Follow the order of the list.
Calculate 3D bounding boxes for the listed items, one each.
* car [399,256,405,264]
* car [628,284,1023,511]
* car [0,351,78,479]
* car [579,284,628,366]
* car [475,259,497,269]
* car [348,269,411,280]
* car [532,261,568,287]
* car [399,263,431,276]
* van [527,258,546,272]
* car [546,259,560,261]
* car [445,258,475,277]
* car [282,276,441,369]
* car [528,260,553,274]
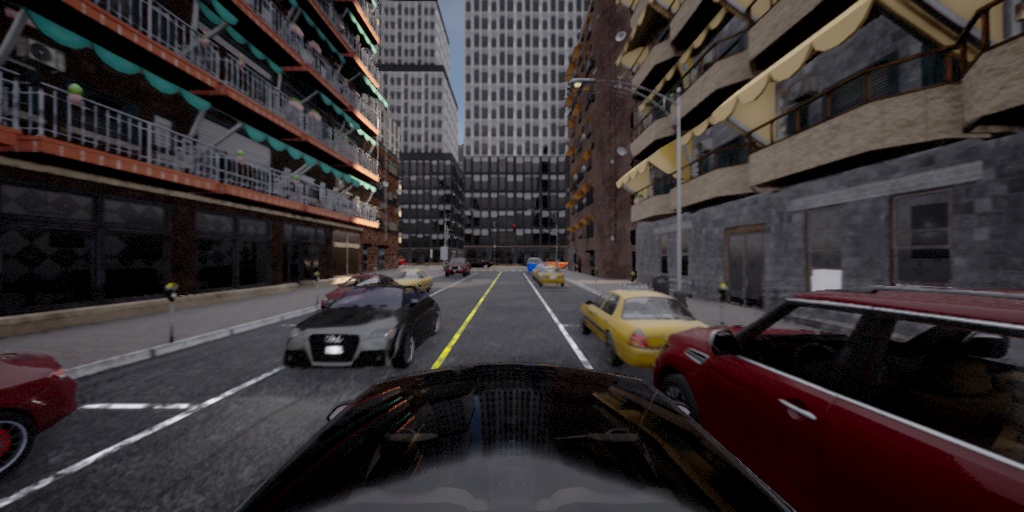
[{"bbox_3d":[-20.879,0.876,61.388,5.009,1.841,2.192,0,0,0],"label":"car"},{"bbox_3d":[2.566,1.065,1.943,2.192,1.841,5.009,0,0,0],"label":"car"},{"bbox_3d":[-5.314,1.332,1.943,1.802,1.307,4.207,0,0,0],"label":"car"},{"bbox_3d":[2.566,1.276,7.753,1.751,1.417,4.829,0,0,0],"label":"car"},{"bbox_3d":[-4.741,1.205,56.551,5.008,1.535,1.882,0,0,34],"label":"car"},{"bbox_3d":[-5.314,1.333,13.224,1.802,1.307,4.207,0,0,0],"label":"car"},{"bbox_3d":[2.568,1.280,24.674,1.751,1.417,4.829,0,0,0],"label":"car"},{"bbox_3d":[-5.313,1.278,18.694,1.751,1.417,4.829,0,0,0],"label":"car"},{"bbox_3d":[2.569,1.105,41.425,1.690,1.789,3.998,0,0,0],"label":"van"},{"bbox_3d":[6.791,1.218,55.819,4.553,1.767,2.097,1,0,-11],"label":"car"},{"bbox_3d":[-5.312,1.075,35.786,2.192,1.841,5.009,0,0,0],"label":"car"},{"bbox_3d":[-2.836,1.314,7.712,1.994,1.385,4.181,0,0,0],"label":"car"},{"bbox_3d":[2.568,1.283,30.314,1.751,1.417,4.829,0,0,0],"label":"car"}]
